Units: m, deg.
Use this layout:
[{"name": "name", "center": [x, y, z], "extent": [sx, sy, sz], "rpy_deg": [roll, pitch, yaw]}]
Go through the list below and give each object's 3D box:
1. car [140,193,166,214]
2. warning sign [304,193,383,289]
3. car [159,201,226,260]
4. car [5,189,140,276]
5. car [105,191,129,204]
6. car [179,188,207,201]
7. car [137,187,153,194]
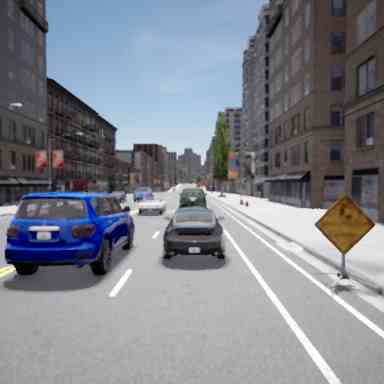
[{"name": "car", "center": [-3.172, 1.053, 27.486], "extent": [1.895, 1.301, 4.718], "rpy_deg": [0, 1, 0]}, {"name": "warning sign", "center": [3.230, 0.967, 7.079], "extent": [1.300, 1.860, 1.060], "rpy_deg": [0, 1, 0]}, {"name": "car", "center": [0.076, 1.269, 11.390], "extent": [1.837, 1.490, 4.892], "rpy_deg": [0, 1, 0]}, {"name": "car", "center": [-3.180, 1.011, 9.860], "extent": [2.150, 2.045, 5.566], "rpy_deg": [0, 0, 0]}, {"name": "car", "center": [-9.842, 0.666, 43.939], "extent": [2.128, 1.511, 4.902], "rpy_deg": [0, 1, 0]}, {"name": "car", "center": [0.083, 0.663, 28.040], "extent": [2.150, 2.045, 5.566], "rpy_deg": [0, 1, 0]}, {"name": "car", "center": [-6.588, 0.374, 45.404], "extent": [2.150, 2.045, 5.566], "rpy_deg": [0, 1, 0]}]
